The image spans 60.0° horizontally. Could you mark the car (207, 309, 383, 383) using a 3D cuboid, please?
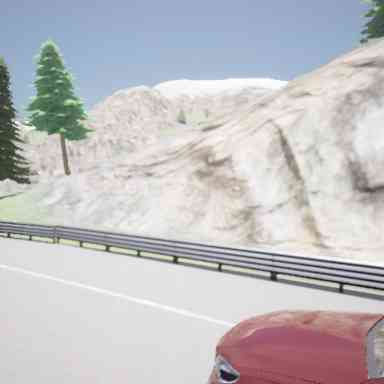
[{"bbox_3d":[2.323,1.531,2.262,4.674,1.442,1.812,1,1,35],"label":"car"}]
